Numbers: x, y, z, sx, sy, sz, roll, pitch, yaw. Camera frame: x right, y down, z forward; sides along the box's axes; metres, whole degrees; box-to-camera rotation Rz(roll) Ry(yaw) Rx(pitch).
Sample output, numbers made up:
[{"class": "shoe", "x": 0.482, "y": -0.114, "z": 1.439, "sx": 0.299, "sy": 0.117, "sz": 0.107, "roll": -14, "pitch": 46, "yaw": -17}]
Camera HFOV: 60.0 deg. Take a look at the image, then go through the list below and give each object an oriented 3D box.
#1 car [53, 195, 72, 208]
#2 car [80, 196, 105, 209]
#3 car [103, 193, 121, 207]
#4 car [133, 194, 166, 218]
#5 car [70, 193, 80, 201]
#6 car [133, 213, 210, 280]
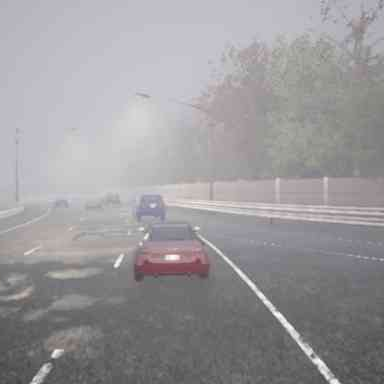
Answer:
[{"class": "car", "x": -18.893, "y": 1.451, "z": 47.788, "sx": 1.837, "sy": 1.490, "sz": 4.892, "roll": 0, "pitch": 0, "yaw": -27}, {"class": "car", "x": -13.145, "y": 1.500, "z": 43.790, "sx": 1.994, "sy": 1.385, "sz": 4.181, "roll": 0, "pitch": 0, "yaw": -23}, {"class": "car", "x": -12.372, "y": 1.138, "z": 50.206, "sx": 2.150, "sy": 2.045, "sz": 5.566, "roll": 0, "pitch": 0, "yaw": -27}, {"class": "car", "x": -3.532, "y": 1.165, "z": 26.960, "sx": 2.150, "sy": 2.045, "sz": 5.566, "roll": 0, "pitch": 0, "yaw": -14}, {"class": "car", "x": -25.216, "y": 1.262, "z": 72.348, "sx": 2.033, "sy": 1.411, "sz": 5.357, "roll": 0, "pitch": 0, "yaw": -27}, {"class": "car", "x": -0.670, "y": 1.541, "z": 9.994, "sx": 1.994, "sy": 1.385, "sz": 4.181, "roll": 0, "pitch": 0, "yaw": -6}]
